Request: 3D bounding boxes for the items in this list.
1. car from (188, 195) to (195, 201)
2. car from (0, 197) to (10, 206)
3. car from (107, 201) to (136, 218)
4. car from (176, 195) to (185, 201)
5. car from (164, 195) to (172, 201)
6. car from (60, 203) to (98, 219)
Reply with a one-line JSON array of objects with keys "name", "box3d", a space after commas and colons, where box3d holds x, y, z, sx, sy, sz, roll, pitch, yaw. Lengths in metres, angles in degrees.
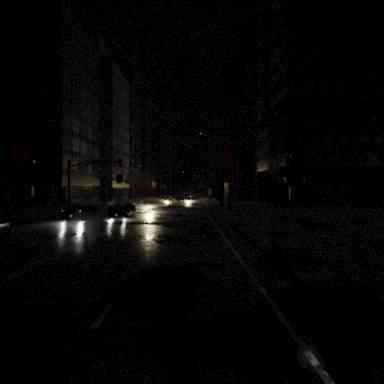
[{"name": "car", "box3d": [-0.038, 1.704, 91.068, 2.128, 1.511, 4.902, 0, 0, 0]}, {"name": "car", "box3d": [-30.562, 1.478, 51.611, 4.313, 1.339, 1.947, 0, 0, 0]}, {"name": "car", "box3d": [-6.551, 1.598, 31.569, 2.033, 1.411, 5.357, 0, 0, 1]}, {"name": "car", "box3d": [-3.289, 1.532, 91.004, 2.097, 1.767, 4.553, 0, 0, 0]}, {"name": "car", "box3d": [-6.538, 1.661, 91.928, 1.882, 1.535, 5.008, 0, 0, 0]}, {"name": "car", "box3d": [-9.817, 1.647, 29.245, 1.895, 1.301, 4.718, 0, 0, 0]}]
